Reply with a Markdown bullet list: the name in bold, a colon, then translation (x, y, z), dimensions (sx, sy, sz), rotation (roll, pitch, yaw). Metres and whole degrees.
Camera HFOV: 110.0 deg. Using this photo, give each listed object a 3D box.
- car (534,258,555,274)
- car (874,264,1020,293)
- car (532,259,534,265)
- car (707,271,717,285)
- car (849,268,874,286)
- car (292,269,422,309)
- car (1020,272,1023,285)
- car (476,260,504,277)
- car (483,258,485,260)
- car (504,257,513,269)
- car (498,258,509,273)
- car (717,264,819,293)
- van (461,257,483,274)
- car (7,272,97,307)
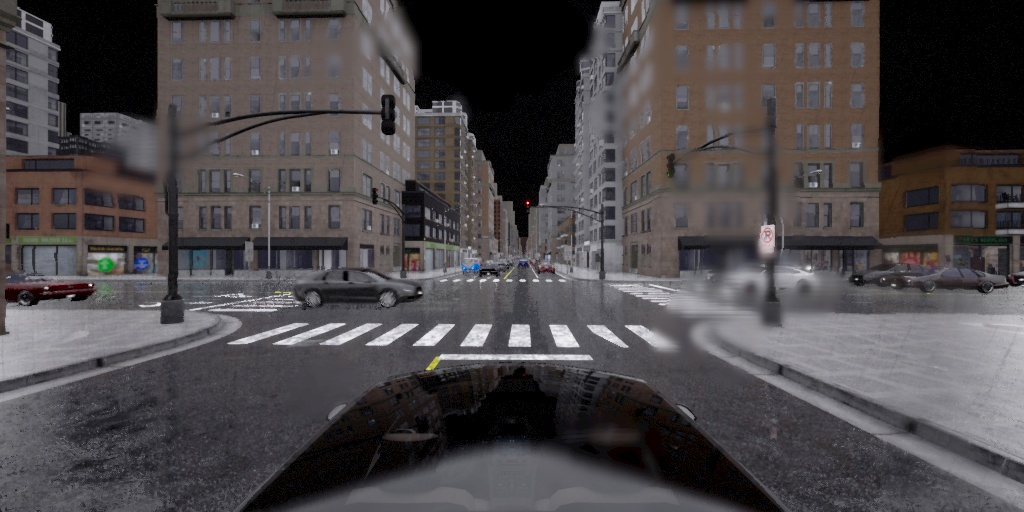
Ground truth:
- **car**: translation (3.814, 1.210, 40.847), dimensions (1.967, 1.591, 4.097), rotation (0, 0, 2)
- **car**: translation (24.356, 1.325, 20.258), dimensions (5.357, 1.411, 2.033), rotation (0, 0, 2)
- **car**: translation (4.002, 1.341, 46.369), dimensions (1.948, 1.339, 4.313), rotation (0, 0, 2)
- **car**: translation (15.646, 1.257, 23.758), dimensions (4.902, 1.511, 2.128), rotation (0, 0, 2)
- **car**: translation (25.063, 1.283, 23.490), dimensions (4.892, 1.490, 1.837), rotation (0, 0, 2)
- **car**: translation (-6.115, 1.249, 14.424), dimensions (4.892, 1.490, 1.837), rotation (-1, 0, 2)
- **car**: translation (35.046, 1.359, 23.196), dimensions (4.181, 1.385, 1.994), rotation (0, 0, 2)
- **car**: translation (-2.142, 1.365, 35.814), dimensions (1.895, 1.301, 4.718), rotation (0, 0, 2)
- **car**: translation (-4.520, 1.090, 46.652), dimensions (2.192, 1.841, 5.009), rotation (0, 0, 2)
- **car**: translation (-1.448, 1.137, 55.685), dimensions (2.097, 1.767, 4.553), rotation (0, 0, 2)
- **car**: translation (-1.812, 1.337, 44.896), dimensions (1.994, 1.385, 4.181), rotation (0, 0, 3)
- **car**: translation (14.769, 1.291, 20.531), dimensions (4.674, 1.442, 1.812), rotation (0, 0, 3)
- **van**: translation (-4.707, 1.111, 41.132), dimensions (1.690, 1.789, 3.998), rotation (0, 0, 2)
- **car**: translation (-20.358, 1.334, 14.829), dimensions (4.718, 1.301, 1.895), rotation (0, 0, 2)
